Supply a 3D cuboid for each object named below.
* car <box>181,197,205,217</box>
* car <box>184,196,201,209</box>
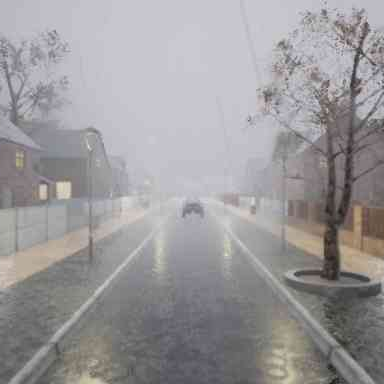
[{"bbox_3d":[0.094,1.410,29.922,1.837,1.490,4.892,0,0,0],"label":"car"},{"bbox_3d":[0.096,1.355,44.709,2.128,1.511,4.902,0,0,0],"label":"car"}]
